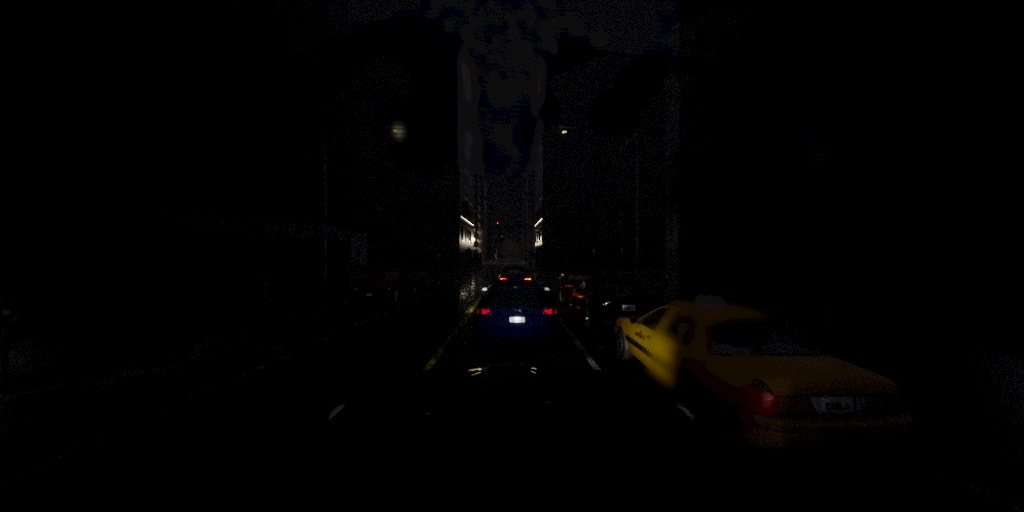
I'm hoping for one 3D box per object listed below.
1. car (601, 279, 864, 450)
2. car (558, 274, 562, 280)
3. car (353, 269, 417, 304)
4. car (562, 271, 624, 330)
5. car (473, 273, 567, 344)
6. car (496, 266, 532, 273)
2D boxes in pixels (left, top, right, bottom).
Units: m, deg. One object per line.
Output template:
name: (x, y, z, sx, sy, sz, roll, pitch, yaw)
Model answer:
car: (2.876, 1.274, 5.462, 1.751, 1.417, 4.829, 0, 0, 0)
car: (2.882, 1.326, 16.464, 1.802, 1.307, 4.207, 0, 0, 0)
car: (-5.663, 1.290, 16.466, 1.888, 1.381, 4.507, 0, 0, 0)
car: (2.879, 1.312, 10.878, 1.948, 1.339, 4.313, 0, 0, 0)
car: (0.104, 1.311, 9.563, 1.994, 1.385, 4.181, 0, 0, 0)
car: (0.111, 1.269, 19.578, 1.812, 1.442, 4.674, 0, 0, -2)
